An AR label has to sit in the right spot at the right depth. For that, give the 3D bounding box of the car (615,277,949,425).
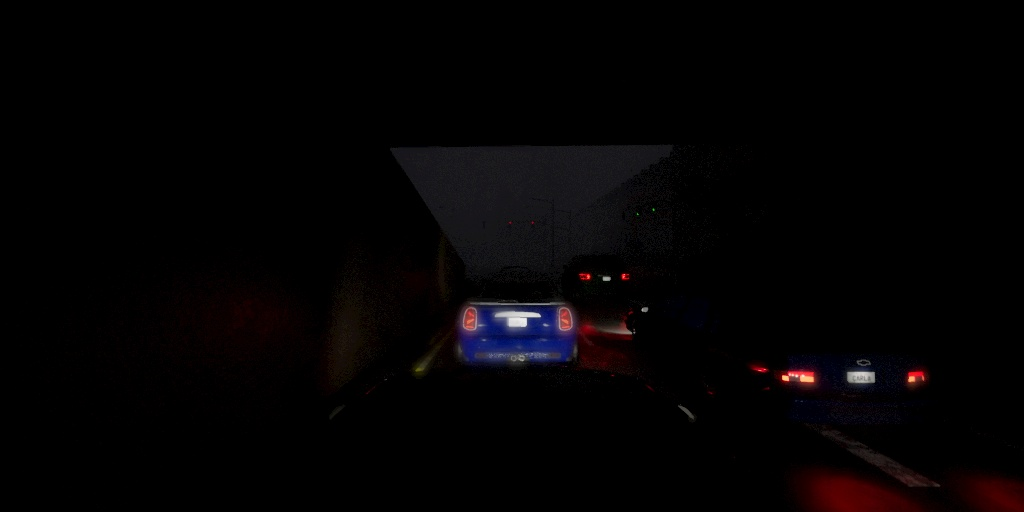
[{"bbox_3d":[3.611,1.297,6.208,2.033,1.411,5.357,0,0,0],"label":"car"}]

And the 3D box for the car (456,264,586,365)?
[{"bbox_3d":[0.107,1.102,7.979,2.097,1.767,4.553,0,0,0],"label":"car"}]

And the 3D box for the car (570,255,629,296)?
[{"bbox_3d":[3.646,0.971,16.454,2.150,2.045,5.566,0,0,0],"label":"car"}]

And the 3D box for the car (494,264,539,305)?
[{"bbox_3d":[0.133,1.228,17.262,1.882,1.535,5.008,0,0,-1],"label":"car"}]
